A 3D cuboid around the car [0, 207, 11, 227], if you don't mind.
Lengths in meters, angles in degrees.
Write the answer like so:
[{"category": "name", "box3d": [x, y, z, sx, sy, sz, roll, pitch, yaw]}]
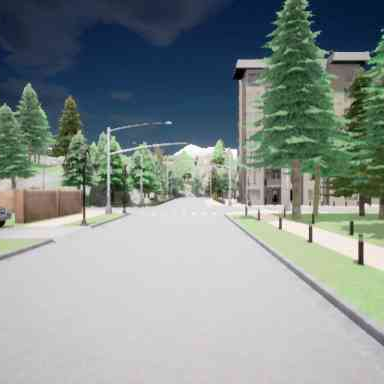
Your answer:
[{"category": "car", "box3d": [-12.680, 1.139, 18.434, 4.605, 1.855, 1.932, 0, 0, 0]}]
